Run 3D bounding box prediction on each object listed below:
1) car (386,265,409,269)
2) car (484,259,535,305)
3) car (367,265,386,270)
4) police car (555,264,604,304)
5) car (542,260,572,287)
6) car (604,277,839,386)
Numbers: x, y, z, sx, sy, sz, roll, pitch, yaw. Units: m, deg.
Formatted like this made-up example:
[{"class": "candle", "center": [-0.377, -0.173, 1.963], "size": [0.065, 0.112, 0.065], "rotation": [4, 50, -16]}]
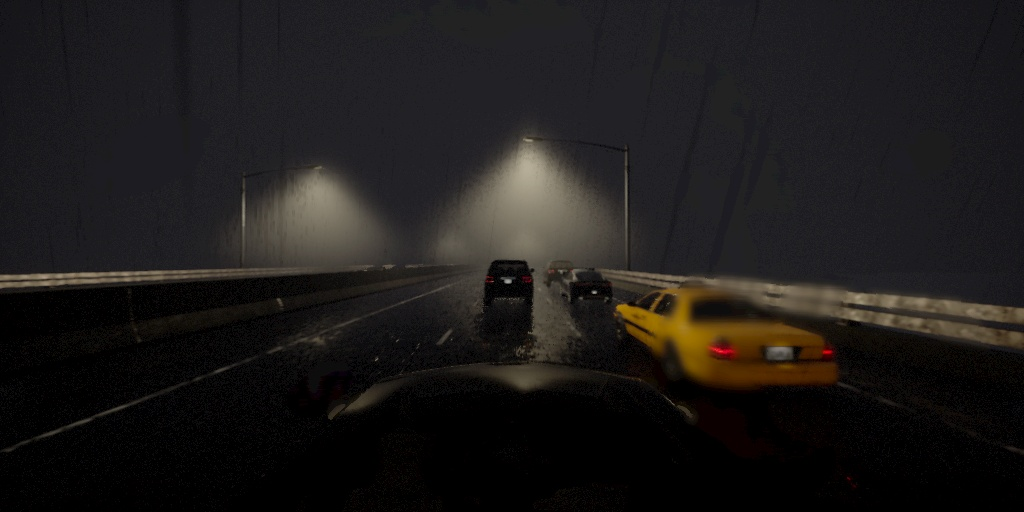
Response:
[{"class": "car", "center": [-16.708, 2.027, 53.723], "size": [1.812, 1.442, 4.674], "rotation": [0, -1, 2]}, {"class": "car", "center": [-0.080, 1.188, 17.641], "size": [2.150, 2.045, 5.566], "rotation": [0, -1, 2]}, {"class": "car", "center": [-20.206, 2.066, 53.836], "size": [1.994, 1.385, 4.181], "rotation": [0, -1, 2]}, {"class": "police car", "center": [3.582, 1.398, 18.084], "size": [1.930, 1.638, 5.238], "rotation": [0, -1, 1]}, {"class": "car", "center": [3.724, 1.353, 28.928], "size": [2.150, 2.045, 5.566], "rotation": [0, -1, 1]}, {"class": "car", "center": [3.508, 1.280, 7.242], "size": [1.801, 1.575, 5.366], "rotation": [0, -1, 0]}]
